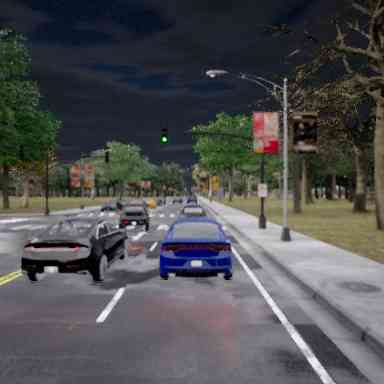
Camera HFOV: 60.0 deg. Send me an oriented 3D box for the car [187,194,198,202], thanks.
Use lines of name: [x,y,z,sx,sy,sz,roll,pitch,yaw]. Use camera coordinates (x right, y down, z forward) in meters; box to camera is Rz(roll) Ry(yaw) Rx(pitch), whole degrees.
car: [0.040,1.539,70.368,2.150,2.045,5.566,0,0,0]

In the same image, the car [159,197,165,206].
car: [-6.526,1.751,59.494,2.128,1.511,4.902,0,0,1]

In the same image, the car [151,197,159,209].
car: [-6.566,1.690,49.923,1.882,1.535,5.008,0,0,0]

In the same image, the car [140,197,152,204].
car: [-9.711,1.799,69.960,1.837,1.490,4.892,0,0,0]

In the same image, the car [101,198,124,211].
car: [-9.823,1.735,41.052,1.994,1.385,4.181,0,0,1]

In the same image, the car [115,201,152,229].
car: [-3.865,1.595,22.017,1.837,1.490,4.892,1,0,-11]

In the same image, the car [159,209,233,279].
car: [0.107,1.518,10.218,1.882,1.535,5.008,0,0,0]

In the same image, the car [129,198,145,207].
car: [-9.772,1.808,59.791,2.033,1.411,5.357,0,0,0]

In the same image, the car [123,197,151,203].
car: [-6.574,1.646,40.343,1.882,1.535,5.008,0,0,0]

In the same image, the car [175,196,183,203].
car: [-3.204,1.855,82.005,1.882,1.535,5.008,0,0,0]

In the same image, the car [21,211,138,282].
car: [-3.145,1.531,9.863,2.128,1.511,4.902,0,0,0]

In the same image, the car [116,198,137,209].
car: [-9.813,1.704,49.973,2.128,1.511,4.902,0,0,0]

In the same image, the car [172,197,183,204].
car: [-3.201,1.850,72.141,1.812,1.442,4.674,0,0,0]

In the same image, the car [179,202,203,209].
car: [0.086,1.615,22.116,1.812,1.442,4.674,0,0,0]
